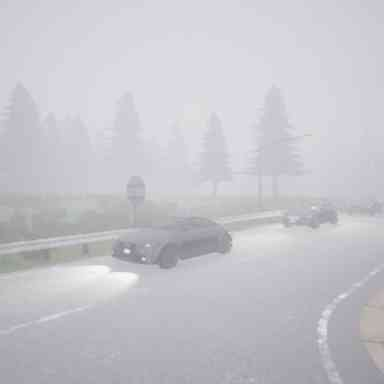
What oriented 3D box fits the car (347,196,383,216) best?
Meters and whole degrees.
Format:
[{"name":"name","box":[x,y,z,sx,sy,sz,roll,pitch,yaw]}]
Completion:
[{"name":"car","box":[14.457,1.110,27.721,1.812,1.442,4.674,0,1,42]}]

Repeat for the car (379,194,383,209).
[{"name":"car","box":[21.759,0.960,35.908,1.812,1.442,4.674,0,1,42]}]

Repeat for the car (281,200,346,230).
[{"name":"car","box":[6.862,1.234,19.174,2.128,1.511,4.902,0,1,42]}]

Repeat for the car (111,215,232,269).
[{"name":"car","box":[-0.505,1.457,10.857,1.994,1.385,4.181,0,1,42]}]
